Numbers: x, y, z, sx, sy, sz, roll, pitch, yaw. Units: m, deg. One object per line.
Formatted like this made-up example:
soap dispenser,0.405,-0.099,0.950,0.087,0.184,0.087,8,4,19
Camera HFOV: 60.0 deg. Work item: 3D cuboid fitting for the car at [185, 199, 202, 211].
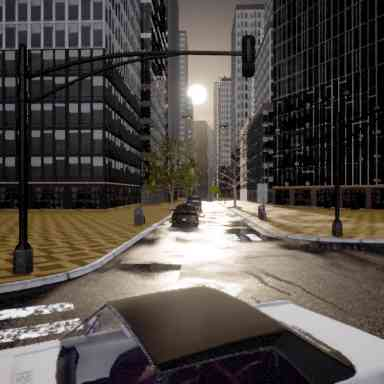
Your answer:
car,-0.090,1.776,35.634,1.812,1.442,4.674,0,0,2

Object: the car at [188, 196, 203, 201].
car,0.280,1.553,46.287,2.150,2.045,5.566,0,0,2

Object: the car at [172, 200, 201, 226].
car,-0.447,1.653,25.421,1.882,1.535,5.008,0,0,2

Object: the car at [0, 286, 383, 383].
car,-0.379,1.614,2.601,4.718,1.301,1.895,0,0,-27
